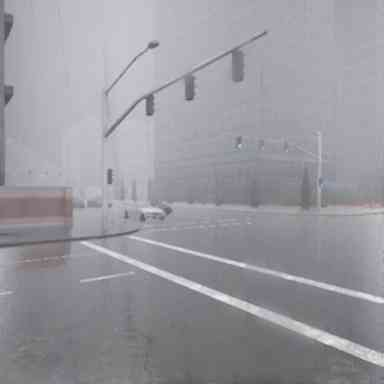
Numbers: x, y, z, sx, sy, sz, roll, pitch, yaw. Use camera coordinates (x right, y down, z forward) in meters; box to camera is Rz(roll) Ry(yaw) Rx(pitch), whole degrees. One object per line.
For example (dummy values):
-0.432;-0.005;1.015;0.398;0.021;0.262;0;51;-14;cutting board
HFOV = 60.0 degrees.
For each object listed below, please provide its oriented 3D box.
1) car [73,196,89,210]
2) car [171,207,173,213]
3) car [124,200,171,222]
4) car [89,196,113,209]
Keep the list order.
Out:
-15.126;1.318;42.007;2.097;1.767;4.553;0;0;-36;car
-3.931;1.503;32.424;2.033;1.411;5.357;0;0;-36;car
-3.833;1.491;26.294;1.812;1.442;4.674;0;0;-36;car
-12.183;1.308;43.909;2.097;1.767;4.553;0;0;-36;car
